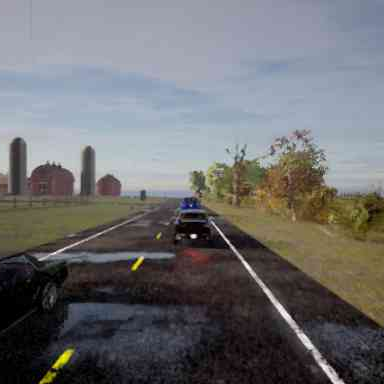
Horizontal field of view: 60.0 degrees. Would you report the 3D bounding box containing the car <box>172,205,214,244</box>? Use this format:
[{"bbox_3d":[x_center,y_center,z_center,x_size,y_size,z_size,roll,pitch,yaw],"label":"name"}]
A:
[{"bbox_3d":[0.054,1.637,16.682,1.837,1.490,4.892,0,0,0],"label":"car"}]

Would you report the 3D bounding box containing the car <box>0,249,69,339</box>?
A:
[{"bbox_3d":[-3.602,1.642,4.989,1.895,1.301,4.718,0,0,0],"label":"car"}]

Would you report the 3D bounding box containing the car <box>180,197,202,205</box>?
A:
[{"bbox_3d":[-0.122,1.516,36.944,2.150,2.045,5.566,0,0,-1],"label":"car"}]
